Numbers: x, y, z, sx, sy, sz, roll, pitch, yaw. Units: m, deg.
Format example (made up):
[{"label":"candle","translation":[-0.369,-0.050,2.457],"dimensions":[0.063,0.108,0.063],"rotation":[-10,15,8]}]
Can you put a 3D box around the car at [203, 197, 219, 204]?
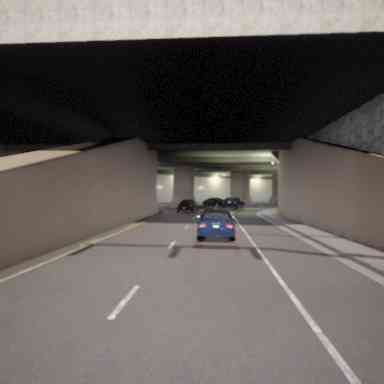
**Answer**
[{"label":"car","translation":[3.454,1.530,48.410],"dimensions":[1.882,1.535,5.008],"rotation":[1,0,32]}]

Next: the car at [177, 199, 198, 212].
[{"label":"car","translation":[-0.420,1.520,37.390],"dimensions":[1.812,1.442,4.674],"rotation":[1,0,11]}]

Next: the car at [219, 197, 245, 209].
[{"label":"car","translation":[5.678,1.437,44.846],"dimensions":[2.097,1.767,4.553],"rotation":[1,0,24]}]

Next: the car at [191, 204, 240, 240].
[{"label":"car","translation":[1.226,1.566,17.113],"dimensions":[2.033,1.411,5.357],"rotation":[1,0,4]}]
